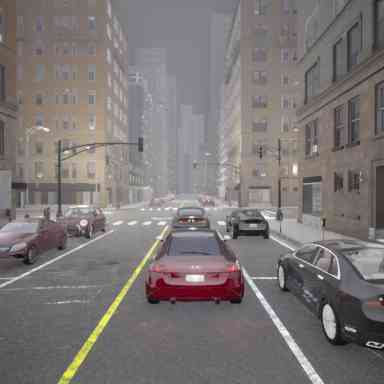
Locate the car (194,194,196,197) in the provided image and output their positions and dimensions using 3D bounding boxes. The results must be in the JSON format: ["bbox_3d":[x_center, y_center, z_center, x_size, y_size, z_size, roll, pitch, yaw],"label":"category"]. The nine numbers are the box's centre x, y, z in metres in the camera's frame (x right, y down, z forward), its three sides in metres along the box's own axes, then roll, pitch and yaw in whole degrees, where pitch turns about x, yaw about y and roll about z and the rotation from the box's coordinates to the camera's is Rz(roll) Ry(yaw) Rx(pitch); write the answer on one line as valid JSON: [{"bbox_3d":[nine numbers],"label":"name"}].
[{"bbox_3d":[2.502,1.457,92.126,2.192,1.841,5.009,0,0,0],"label":"car"}]

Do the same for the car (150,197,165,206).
[{"bbox_3d":[-5.901,1.618,54.233,1.802,1.307,4.206,0,0,0],"label":"car"}]

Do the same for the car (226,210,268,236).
[{"bbox_3d":[2.774,1.567,17.173,1.947,1.339,4.313,0,0,0],"label":"car"}]

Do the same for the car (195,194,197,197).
[{"bbox_3d":[2.520,1.561,86.716,1.967,1.590,4.097,0,0,0],"label":"car"}]

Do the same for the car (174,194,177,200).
[{"bbox_3d":[-6.022,1.457,92.093,2.192,1.841,5.009,0,0,0],"label":"car"}]

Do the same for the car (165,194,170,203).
[{"bbox_3d":[-5.935,1.607,65.050,2.008,1.369,4.403,0,0,0],"label":"car"}]

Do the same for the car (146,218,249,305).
[{"bbox_3d":[0.042,1.564,8.168,1.994,1.385,4.181,0,0,-1],"label":"car"}]

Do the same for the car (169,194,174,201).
[{"bbox_3d":[-5.986,1.626,81.106,1.752,1.417,4.829,0,0,0],"label":"car"}]

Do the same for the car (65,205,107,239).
[{"bbox_3d":[-5.752,1.441,17.131,1.967,1.590,4.097,0,0,0],"label":"car"}]

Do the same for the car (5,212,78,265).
[{"bbox_3d":[-5.724,1.582,11.629,1.802,1.307,4.206,0,0,0],"label":"car"}]

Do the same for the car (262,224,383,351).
[{"bbox_3d":[2.828,1.551,6.170,2.008,1.369,4.403,0,0,0],"label":"car"}]

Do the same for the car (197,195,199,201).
[{"bbox_3d":[2.590,1.607,65.080,2.008,1.369,4.403,0,0,0],"label":"car"}]

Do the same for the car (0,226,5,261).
[{"bbox_3d":[-5.697,1.566,6.128,1.947,1.339,4.313,0,0,0],"label":"car"}]

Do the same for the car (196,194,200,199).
[{"bbox_3d":[2.555,1.524,75.898,1.967,1.590,4.097,0,0,0],"label":"car"}]

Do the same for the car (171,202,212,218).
[{"bbox_3d":[-0.046,1.506,17.081,1.837,1.490,4.892,0,0,0],"label":"car"}]

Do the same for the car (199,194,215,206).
[{"bbox_3d":[2.623,1.476,54.263,1.967,1.590,4.097,0,0,0],"label":"car"}]
